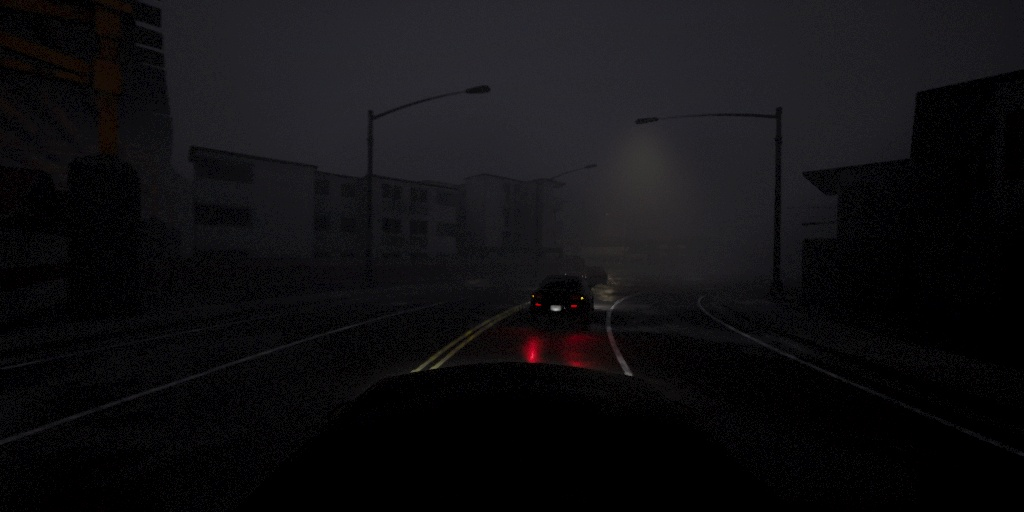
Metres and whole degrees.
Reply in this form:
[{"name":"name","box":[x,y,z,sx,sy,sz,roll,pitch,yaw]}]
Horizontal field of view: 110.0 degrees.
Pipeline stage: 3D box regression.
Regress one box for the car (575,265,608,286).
[{"name":"car","box":[5.934,1.522,28.641,2.097,1.767,4.553,1,-1,38]}]

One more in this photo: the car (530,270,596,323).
[{"name":"car","box":[1.841,1.361,12.488,1.812,1.442,4.674,1,-1,15]}]
